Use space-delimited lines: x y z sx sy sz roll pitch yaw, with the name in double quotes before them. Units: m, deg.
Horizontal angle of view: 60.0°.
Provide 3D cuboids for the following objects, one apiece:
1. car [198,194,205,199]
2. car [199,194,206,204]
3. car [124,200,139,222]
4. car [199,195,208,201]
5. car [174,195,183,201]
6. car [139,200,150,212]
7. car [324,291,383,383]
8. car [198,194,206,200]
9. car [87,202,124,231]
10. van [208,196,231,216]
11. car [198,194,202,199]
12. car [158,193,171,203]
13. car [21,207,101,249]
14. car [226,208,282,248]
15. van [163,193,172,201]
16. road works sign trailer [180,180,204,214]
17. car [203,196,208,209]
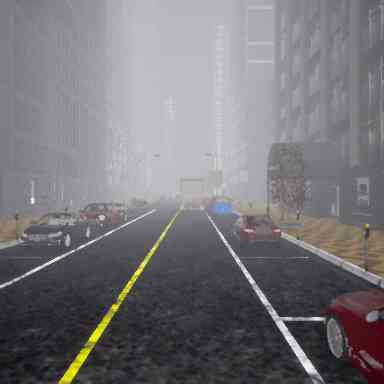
"car" 2.691 1.271 94.083 1.967 1.590 4.097 0 0 0
"car" 2.691 1.503 59.929 1.802 1.307 4.206 0 0 0
"car" -5.691 1.525 25.778 2.008 1.369 4.403 0 0 0
"car" 2.691 1.434 77.007 2.008 1.369 4.403 0 0 0
"car" -3.000 1.373 76.635 1.812 1.442 4.674 0 0 0
"car" -5.691 1.539 37.162 1.802 1.307 4.206 0 0 0
"car" 2.689 1.581 3.003 1.802 1.307 4.206 0 0 0
"car" 2.692 1.289 88.391 1.967 1.590 4.097 0 0 0
"car" -5.691 1.424 20.086 1.967 1.590 4.097 0 0 0
"van" 2.690 1.307 31.467 1.690 1.788 3.998 0 0 0
"car" 2.691 1.449 71.314 2.008 1.369 4.403 0 0 0
"car" -5.690 1.461 65.625 2.008 1.369 4.403 0 0 0
"car" -5.691 1.542 14.393 2.008 1.369 4.403 0 0 0
"car" 2.690 1.573 14.391 1.802 1.307 4.206 0 0 0
"van" -5.689 1.224 77.010 1.690 1.788 3.998 0 0 0
"road works sign trailer" 0.000 0.425 34.485 2.380 3.560 2.880 0 0 0
"car" 2.690 1.530 42.852 1.802 1.307 4.206 0 0 0
